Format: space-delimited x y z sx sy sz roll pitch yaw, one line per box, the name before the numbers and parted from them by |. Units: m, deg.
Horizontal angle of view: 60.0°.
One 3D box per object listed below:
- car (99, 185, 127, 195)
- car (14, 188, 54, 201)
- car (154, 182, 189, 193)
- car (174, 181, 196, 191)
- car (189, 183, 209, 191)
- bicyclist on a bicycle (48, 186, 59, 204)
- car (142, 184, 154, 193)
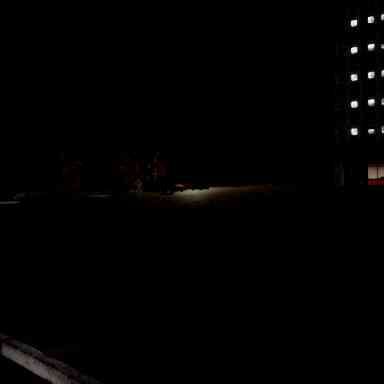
car | -12.208 -0.331 51.591 1.837 1.490 4.892 0 3 31
car | -19.126 0.286 40.398 1.812 1.442 4.674 0 3 33
car | -3.241 -0.592 53.731 2.033 1.411 5.357 0 2 30
car | -1.339 -1.201 63.743 2.097 1.767 4.553 0 2 29
car | 1.537 -0.965 62.228 1.895 1.301 4.718 0 2 29
bicyclist on a bicycle | -12.661 0.252 30.264 1.656 1.620 0.582 -1 2 33
car | -6.020 -0.584 55.419 2.033 1.411 5.357 0 2 30
